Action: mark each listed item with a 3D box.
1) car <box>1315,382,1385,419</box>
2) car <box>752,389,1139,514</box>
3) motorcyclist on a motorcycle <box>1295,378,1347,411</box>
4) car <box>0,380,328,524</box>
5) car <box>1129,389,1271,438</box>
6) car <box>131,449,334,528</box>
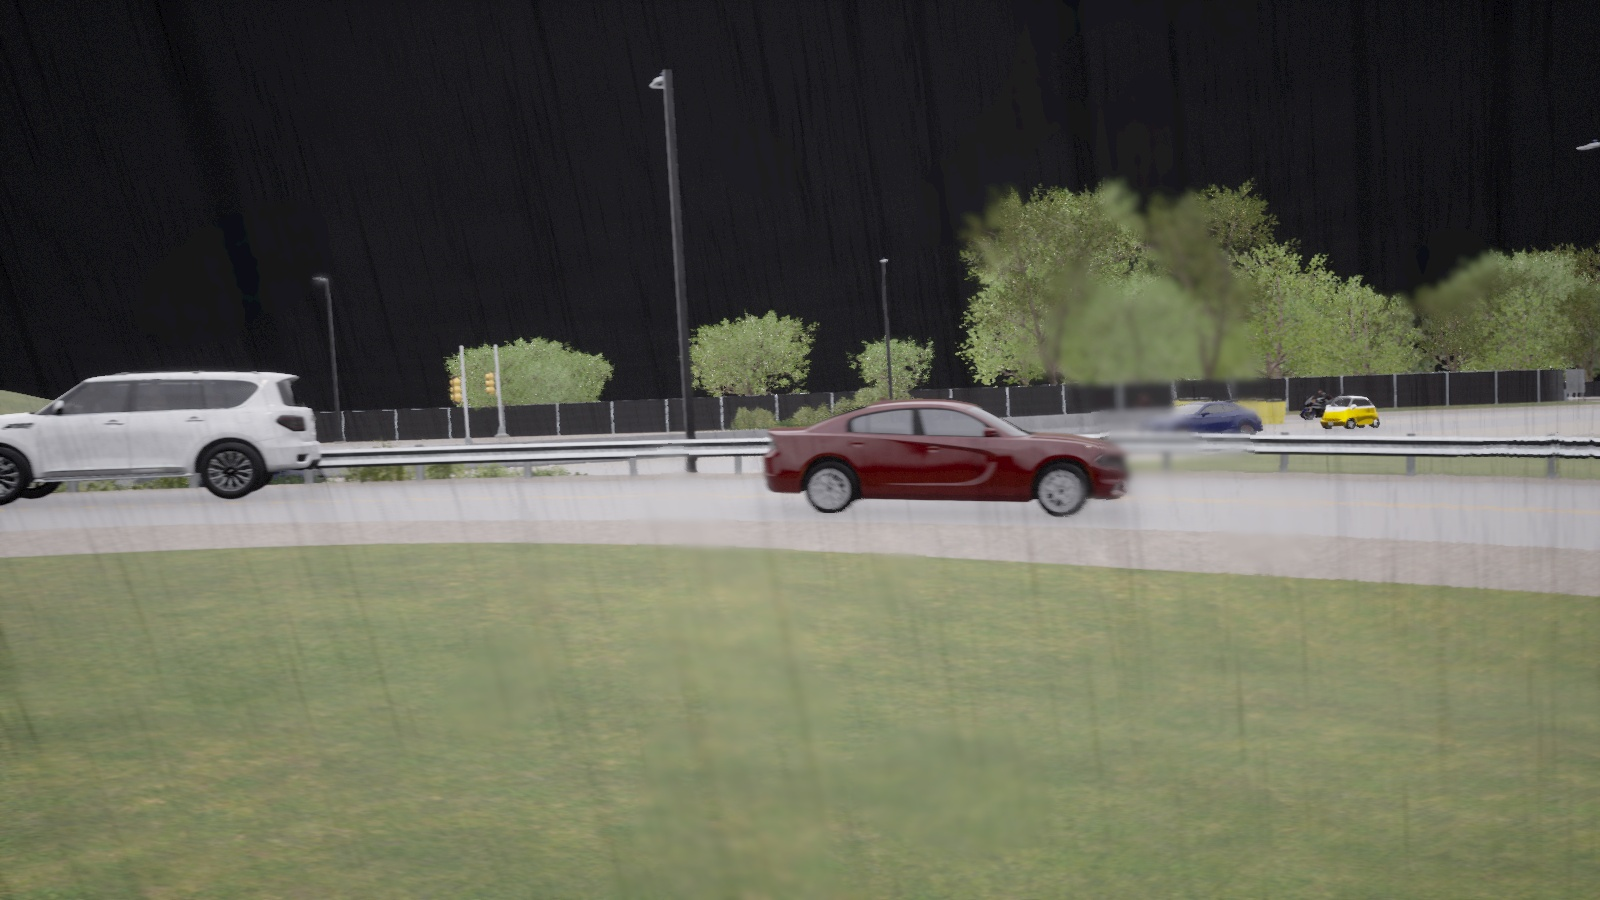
[{"bbox_3d":[22.593,-2.033,51.607,2.207,1.376,1.481,-4,2,-21],"label":"car"},{"bbox_3d":[2.020,0.002,17.334,5.008,1.535,1.882,-1,3,12],"label":"car"},{"bbox_3d":[26.150,-2.792,63.023,2.191,1.530,0.866,-3,2,-2],"label":"motorcyclist on a motorcycle"},{"bbox_3d":[-10.762,-0.001,20.403,5.566,2.045,2.150,-3,2,-17],"label":"car"},{"bbox_3d":[14.183,-1.296,44.526,4.674,1.442,1.812,-4,2,-21],"label":"car"},{"bbox_3d":[-13.387,0.872,29.886,4.193,1.474,1.816,-4,2,-21],"label":"car"}]
